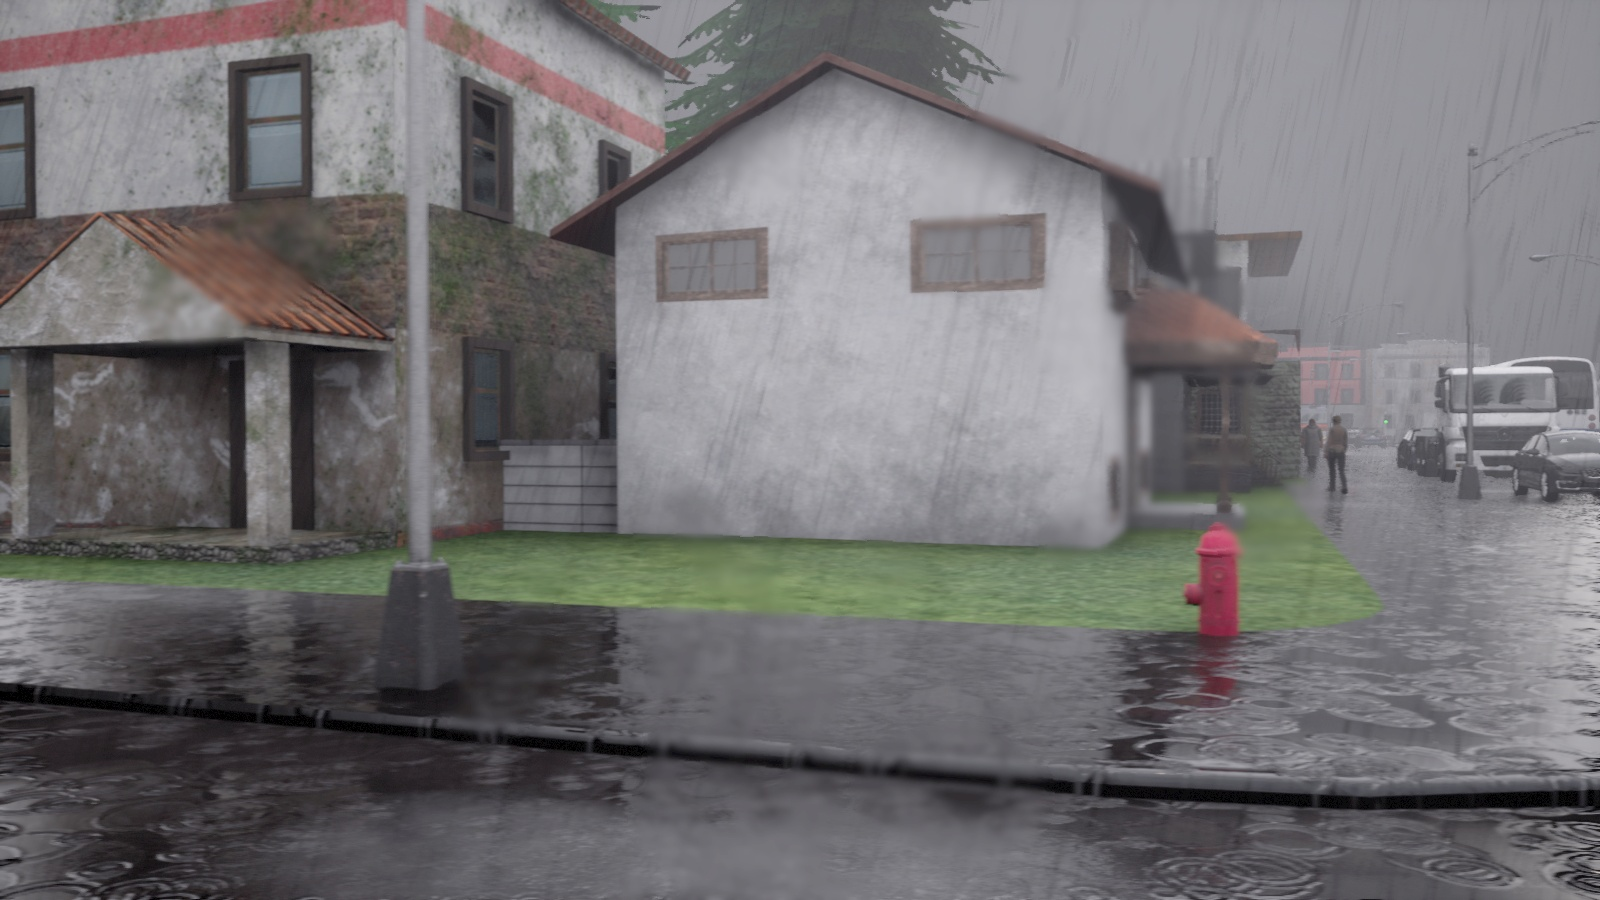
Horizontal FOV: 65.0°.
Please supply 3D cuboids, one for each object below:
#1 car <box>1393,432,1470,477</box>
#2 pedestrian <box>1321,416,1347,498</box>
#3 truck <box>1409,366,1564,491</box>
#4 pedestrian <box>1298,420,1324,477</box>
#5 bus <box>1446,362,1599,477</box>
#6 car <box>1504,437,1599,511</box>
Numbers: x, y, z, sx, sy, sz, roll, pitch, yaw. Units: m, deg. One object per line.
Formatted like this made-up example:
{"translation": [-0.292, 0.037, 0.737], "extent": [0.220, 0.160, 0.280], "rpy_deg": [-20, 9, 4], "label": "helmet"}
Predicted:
{"translation": [24.386, 0.117, 48.670], "extent": [2.033, 1.649, 4.856], "rpy_deg": [1, 1, 19], "label": "car"}
{"translation": [12.225, 0.150, 28.751], "extent": [0.331, 1.846, 0.634], "rpy_deg": [0, 1, 5], "label": "pedestrian"}
{"translation": [21.093, -0.663, 39.071], "extent": [2.891, 3.462, 7.936], "rpy_deg": [1, 1, 19], "label": "truck"}
{"translation": [17.763, -0.054, 43.633], "extent": [0.659, 1.952, 0.873], "rpy_deg": [1, 1, 33], "label": "pedestrian"}
{"translation": [29.761, -1.218, 51.938], "extent": [3.944, 4.253, 10.273], "rpy_deg": [1, 1, 19], "label": "bus"}
{"translation": [17.320, 0.475, 28.149], "extent": [1.837, 1.490, 4.892], "rpy_deg": [1, 1, 19], "label": "car"}
